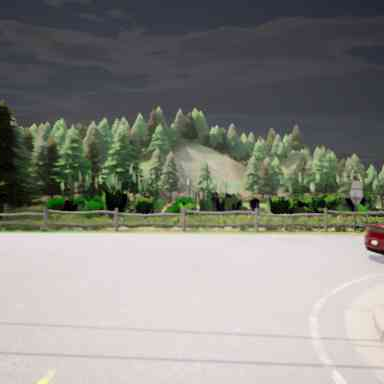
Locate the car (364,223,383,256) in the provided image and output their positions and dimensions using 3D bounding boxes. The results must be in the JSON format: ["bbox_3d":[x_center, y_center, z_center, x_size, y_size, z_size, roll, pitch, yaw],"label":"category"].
[{"bbox_3d":[8.178,1.432,10.621,5.008,1.535,1.882,0,-1,-5],"label":"car"}]
